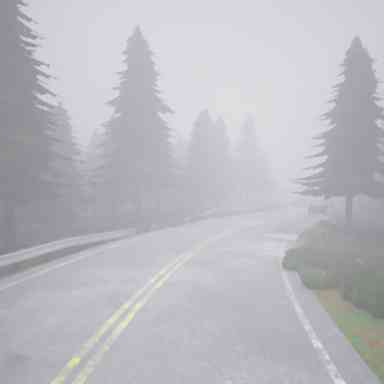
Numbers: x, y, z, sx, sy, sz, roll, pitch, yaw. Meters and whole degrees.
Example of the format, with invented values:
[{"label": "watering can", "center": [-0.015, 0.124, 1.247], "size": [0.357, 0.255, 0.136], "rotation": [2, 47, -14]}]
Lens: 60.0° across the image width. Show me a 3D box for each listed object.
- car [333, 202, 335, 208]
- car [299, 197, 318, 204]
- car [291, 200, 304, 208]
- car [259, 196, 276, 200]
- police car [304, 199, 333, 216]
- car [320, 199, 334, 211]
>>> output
[{"label": "car", "center": [18.279, 1.741, 45.485], "size": [2.097, 1.767, 4.553], "rotation": [3, 1, 25]}, {"label": "car", "center": [25.034, 1.805, 71.627], "size": [1.837, 1.490, 4.892], "rotation": [0, 0, -6]}, {"label": "car", "center": [17.260, 1.622, 53.662], "size": [2.097, 1.767, 4.553], "rotation": [2, 1, 24]}, {"label": "car", "center": [19.699, 1.689, 87.032], "size": [2.128, 1.511, 4.902], "rotation": [-3, 1, -35]}, {"label": "police car", "center": [13.956, 1.736, 36.492], "size": [1.930, 1.638, 5.238], "rotation": [3, 1, 27]}, {"label": "car", "center": [20.762, 1.935, 51.057], "size": [1.837, 1.490, 4.892], "rotation": [2, 1, 23]}]
